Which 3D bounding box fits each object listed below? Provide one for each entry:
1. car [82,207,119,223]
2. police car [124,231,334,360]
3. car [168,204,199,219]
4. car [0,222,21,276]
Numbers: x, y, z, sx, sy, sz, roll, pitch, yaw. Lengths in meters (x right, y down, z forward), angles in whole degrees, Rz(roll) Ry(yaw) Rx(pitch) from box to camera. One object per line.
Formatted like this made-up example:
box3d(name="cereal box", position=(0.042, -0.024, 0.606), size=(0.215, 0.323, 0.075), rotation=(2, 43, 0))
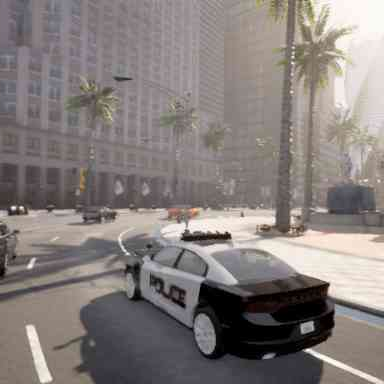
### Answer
box3d(name="car", position=(-8.695, 2.163, 32.074), size=(2.128, 1.511, 4.902), rotation=(0, -2, 12))
box3d(name="police car", position=(0.177, 1.605, 6.587), size=(1.930, 1.638, 5.238), rotation=(2, -2, -31))
box3d(name="car", position=(-0.994, 2.377, 40.873), size=(2.097, 1.767, 4.553), rotation=(0, -2, 32))
box3d(name="car", position=(-6.753, 1.668, 10.595), size=(1.837, 1.490, 4.892), rotation=(1, -1, -23))
